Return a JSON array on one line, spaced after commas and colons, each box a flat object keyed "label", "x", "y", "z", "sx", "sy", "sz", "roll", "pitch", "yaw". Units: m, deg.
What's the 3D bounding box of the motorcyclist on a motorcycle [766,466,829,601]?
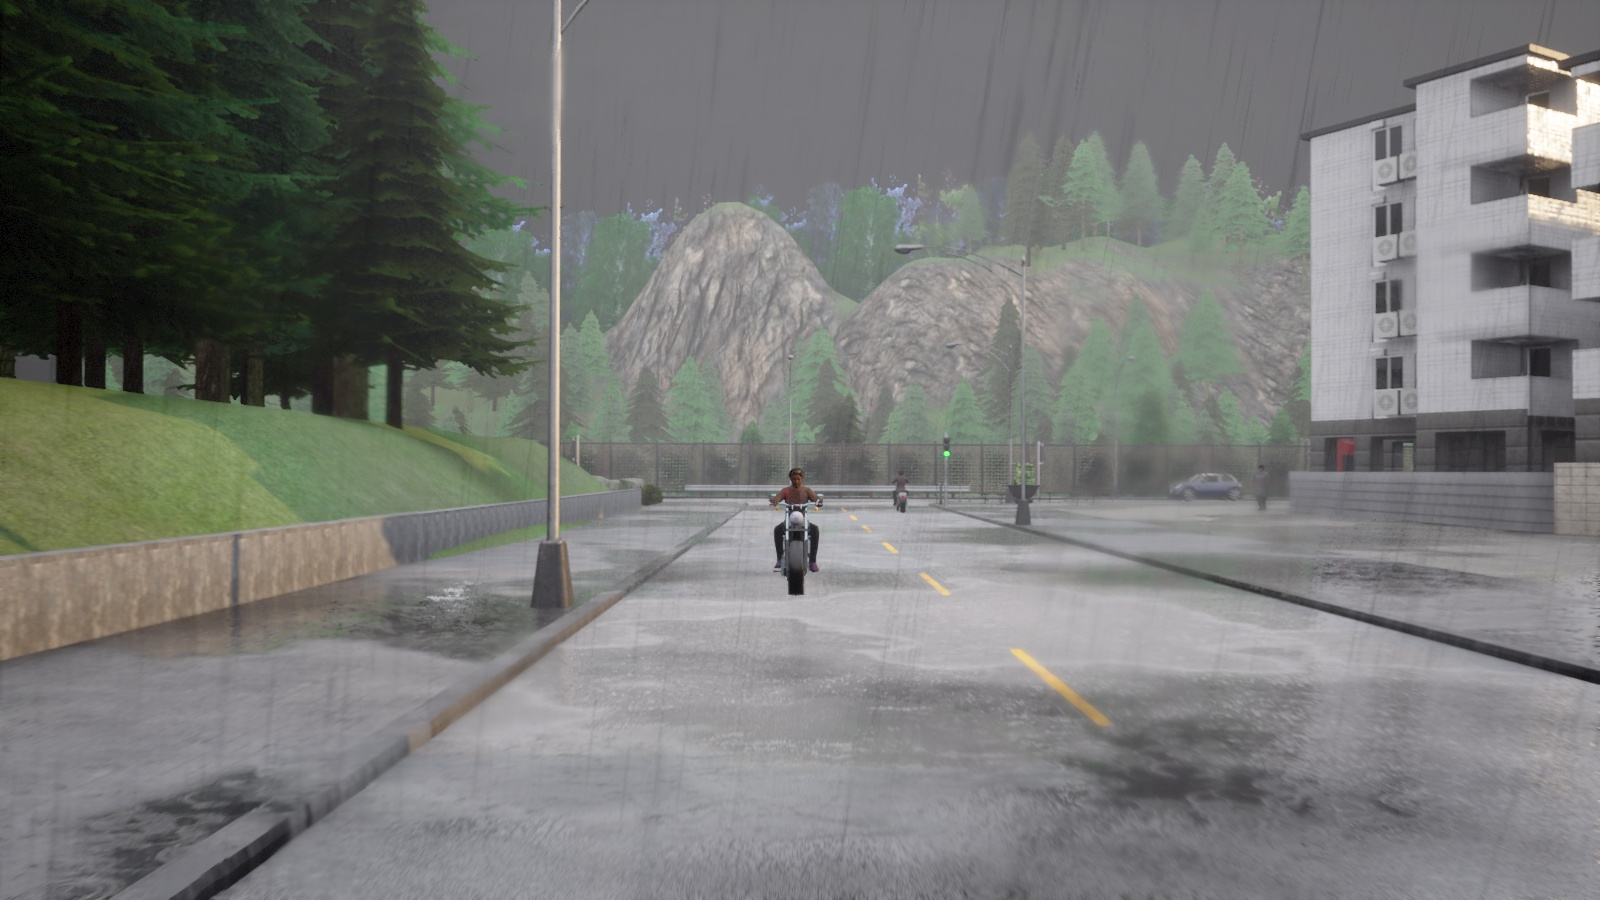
[{"label": "motorcyclist on a motorcycle", "x": -0.039, "y": 1.042, "z": 16.563, "sx": 0.766, "sy": 1.649, "sz": 2.350, "roll": 0, "pitch": -1, "yaw": 0}]

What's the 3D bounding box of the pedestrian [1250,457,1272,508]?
[{"label": "pedestrian", "x": 17.958, "y": 1.272, "z": 48.935, "sx": 0.659, "sy": 1.952, "sz": 0.873, "roll": -1, "pitch": -1, "yaw": 28}]

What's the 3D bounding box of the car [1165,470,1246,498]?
[{"label": "car", "x": 22.212, "y": 1.845, "z": 68.944, "sx": 3.806, "sy": 1.475, "sz": 1.970, "roll": 0, "pitch": -1, "yaw": 0}]

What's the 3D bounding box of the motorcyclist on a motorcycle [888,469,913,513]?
[{"label": "motorcyclist on a motorcycle", "x": 3.888, "y": 1.563, "z": 48.592, "sx": 0.766, "sy": 1.649, "sz": 2.350, "roll": 0, "pitch": -1, "yaw": 0}]
